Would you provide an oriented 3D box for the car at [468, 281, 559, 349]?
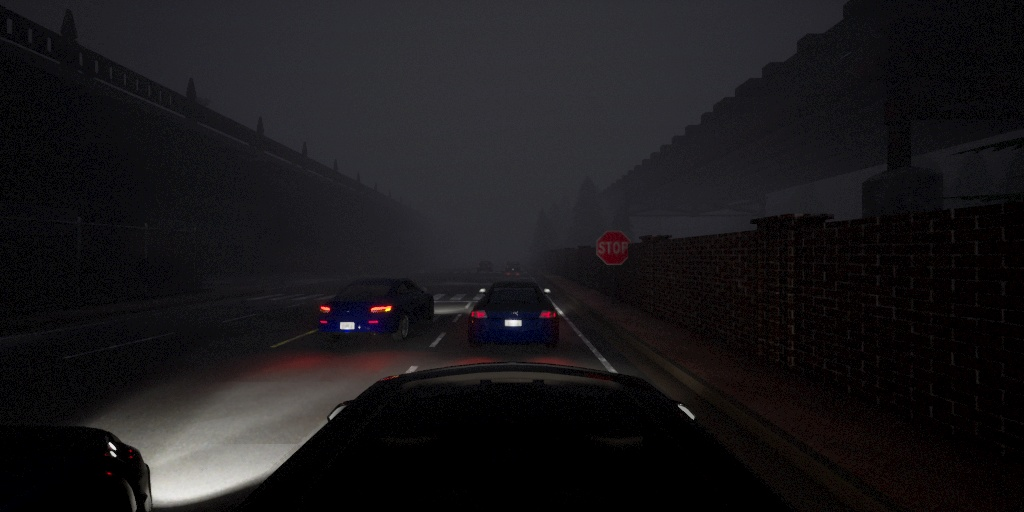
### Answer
[{"bbox_3d":[0.069,1.314,9.197,1.994,1.385,4.181,0,0,1],"label":"car"}]

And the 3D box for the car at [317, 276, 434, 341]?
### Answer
[{"bbox_3d":[-3.413,1.276,9.719,1.812,1.442,4.674,0,0,0],"label":"car"}]

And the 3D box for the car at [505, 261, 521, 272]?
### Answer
[{"bbox_3d":[0.094,1.351,46.016,1.895,1.301,4.718,0,0,-1],"label":"car"}]

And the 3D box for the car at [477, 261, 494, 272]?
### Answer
[{"bbox_3d":[-3.401,1.297,45.854,2.033,1.411,5.357,0,0,-1],"label":"car"}]

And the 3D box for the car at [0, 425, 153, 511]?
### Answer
[{"bbox_3d":[-3.398,1.314,0.623,1.994,1.385,4.181,0,0,0],"label":"car"}]
